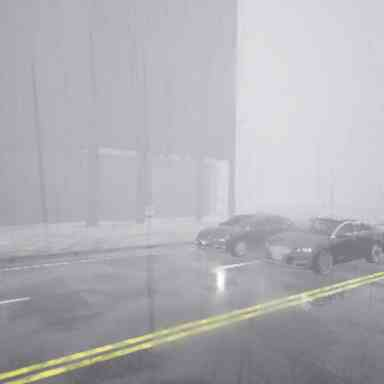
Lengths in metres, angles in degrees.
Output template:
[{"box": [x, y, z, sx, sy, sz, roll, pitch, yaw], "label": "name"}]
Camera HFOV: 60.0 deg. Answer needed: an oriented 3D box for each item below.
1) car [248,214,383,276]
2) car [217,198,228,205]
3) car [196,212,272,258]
[{"box": [4.412, 1.597, 10.824, 4.902, 1.511, 2.128, 1, 0, -35], "label": "car"}, {"box": [5.838, 1.965, 68.465, 1.994, 1.385, 4.181, 2, -1, -43], "label": "car"}, {"box": [2.402, 1.609, 13.381, 4.892, 1.490, 1.837, 1, 0, -35], "label": "car"}]
